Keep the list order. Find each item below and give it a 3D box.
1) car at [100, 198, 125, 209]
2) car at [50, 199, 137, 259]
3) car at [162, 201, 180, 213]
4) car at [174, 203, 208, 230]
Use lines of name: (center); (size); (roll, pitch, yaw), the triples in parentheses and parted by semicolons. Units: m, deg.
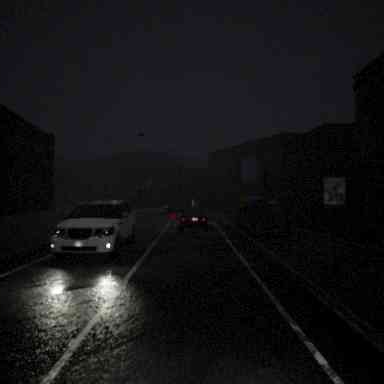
car: (-12.949, 1.826, 53.958); (2.128, 1.511, 4.902); (1, -1, -39)
car: (-3.604, 1.321, 13.307); (2.150, 2.045, 5.566); (0, 0, 0)
car: (-2.453, 1.805, 41.493); (2.128, 1.511, 4.902); (1, -1, -16)
car: (0.067, 1.716, 22.500); (2.033, 1.411, 5.357); (0, 0, -1)
